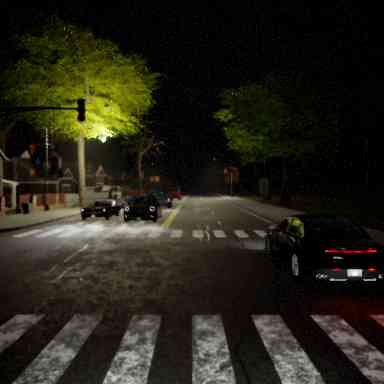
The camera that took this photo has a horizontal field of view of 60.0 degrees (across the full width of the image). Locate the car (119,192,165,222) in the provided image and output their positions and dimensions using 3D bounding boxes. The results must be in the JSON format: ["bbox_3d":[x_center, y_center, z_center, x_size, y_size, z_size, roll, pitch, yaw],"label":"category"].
[{"bbox_3d":[-3.251,1.014,22.613,2.097,1.767,4.553,0,1,0],"label":"car"}]

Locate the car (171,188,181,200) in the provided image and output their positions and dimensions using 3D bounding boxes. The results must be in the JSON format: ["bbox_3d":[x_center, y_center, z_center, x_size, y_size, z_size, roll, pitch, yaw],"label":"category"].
[{"bbox_3d":[-3.014,0.382,57.610,2.150,2.045,5.566,0,1,0],"label":"car"}]

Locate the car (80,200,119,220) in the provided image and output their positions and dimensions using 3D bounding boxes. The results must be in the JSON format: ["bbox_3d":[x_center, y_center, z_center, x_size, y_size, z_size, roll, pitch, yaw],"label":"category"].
[{"bbox_3d":[-6.493,1.240,24.112,1.895,1.301,4.718,0,1,0],"label":"car"}]

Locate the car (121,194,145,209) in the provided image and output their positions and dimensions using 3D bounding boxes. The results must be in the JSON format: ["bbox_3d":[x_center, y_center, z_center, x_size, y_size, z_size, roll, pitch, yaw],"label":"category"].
[{"bbox_3d":[-6.430,0.983,36.627,1.812,1.442,4.674,0,1,0],"label":"car"}]

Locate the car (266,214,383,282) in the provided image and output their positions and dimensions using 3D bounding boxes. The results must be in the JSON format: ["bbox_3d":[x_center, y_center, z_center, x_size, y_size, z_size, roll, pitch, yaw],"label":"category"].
[{"bbox_3d":[3.388,1.367,9.308,1.837,1.490,4.892,0,1,0],"label":"car"}]

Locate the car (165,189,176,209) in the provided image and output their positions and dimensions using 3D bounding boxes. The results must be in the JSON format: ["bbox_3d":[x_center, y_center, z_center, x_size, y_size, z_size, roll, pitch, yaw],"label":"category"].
[{"bbox_3d":[-3.186,0.821,35.973,2.097,1.767,4.553,0,1,0],"label":"car"}]

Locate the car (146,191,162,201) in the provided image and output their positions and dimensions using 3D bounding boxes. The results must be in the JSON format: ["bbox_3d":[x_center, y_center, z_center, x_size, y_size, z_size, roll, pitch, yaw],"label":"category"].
[{"bbox_3d":[-6.293,0.681,55.436,2.128,1.511,4.902,0,1,1],"label":"car"}]
